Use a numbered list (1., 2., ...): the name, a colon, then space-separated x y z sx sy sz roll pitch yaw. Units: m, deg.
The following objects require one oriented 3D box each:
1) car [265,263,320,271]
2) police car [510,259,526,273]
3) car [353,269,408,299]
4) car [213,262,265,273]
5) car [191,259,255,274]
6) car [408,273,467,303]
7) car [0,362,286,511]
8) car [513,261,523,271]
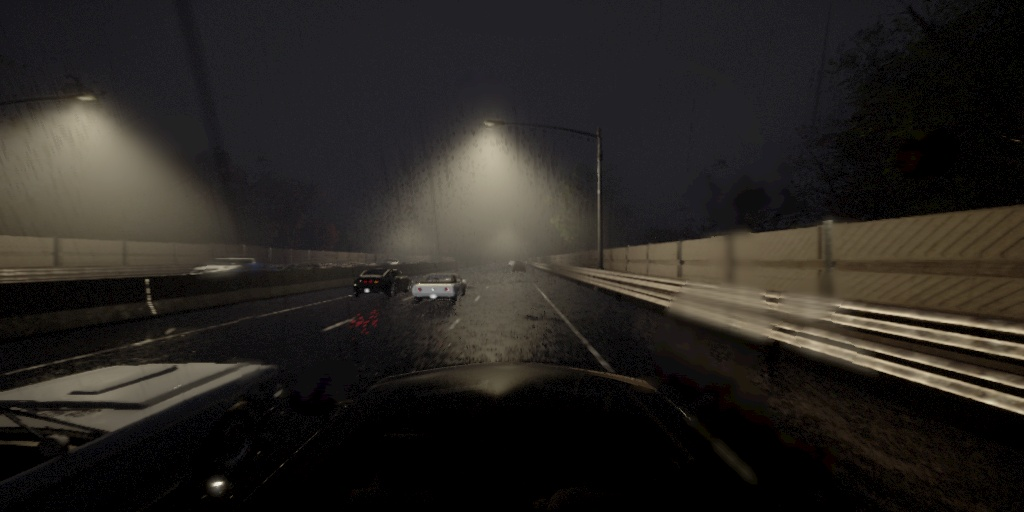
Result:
1. car: -17.580 1.352 29.638 2.097 1.767 4.553 0 0 0
2. police car: 1.065 1.647 54.052 1.930 1.638 5.238 0 -1 0
3. car: -6.895 1.414 19.472 1.837 1.490 4.892 0 0 0
4. car: -21.079 1.474 29.100 1.882 1.535 5.008 0 0 0
5. car: -24.575 1.238 31.030 2.150 2.045 5.566 0 -1 0
6. car: -3.395 1.494 17.731 1.895 1.301 4.718 0 -1 0
7. car: -3.400 1.351 1.756 1.895 1.301 4.718 0 -1 0
8. car: 1.068 1.770 64.132 1.801 1.575 5.366 0 -1 0
